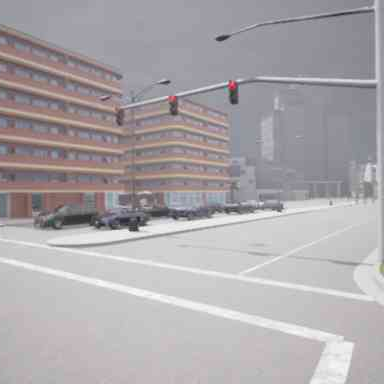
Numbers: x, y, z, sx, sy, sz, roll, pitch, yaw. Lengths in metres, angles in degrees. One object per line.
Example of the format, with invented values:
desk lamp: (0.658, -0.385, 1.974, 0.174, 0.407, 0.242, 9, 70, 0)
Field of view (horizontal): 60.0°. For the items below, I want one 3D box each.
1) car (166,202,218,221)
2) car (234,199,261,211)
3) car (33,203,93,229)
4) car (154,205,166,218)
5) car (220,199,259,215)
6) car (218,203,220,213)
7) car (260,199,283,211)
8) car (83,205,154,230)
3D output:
car: (0.095, 1.829, 30.354, 1.895, 1.301, 4.718, -1, -1, 36)
car: (7.956, 1.799, 47.166, 1.812, 1.442, 4.674, -1, -1, 36)
car: (-8.899, 1.626, 23.898, 2.097, 1.767, 4.553, -1, -1, 36)
car: (-3.655, 1.875, 31.147, 1.895, 1.301, 4.718, -1, -1, 36)
car: (5.463, 1.829, 37.781, 1.895, 1.301, 4.718, -1, -1, 36)
car: (1.955, 1.821, 38.905, 2.033, 1.411, 5.357, -1, -1, 36)
car: (10.973, 1.753, 45.364, 1.812, 1.442, 4.674, -1, -1, 36)
car: (-5.037, 1.792, 23.255, 1.994, 1.385, 4.181, -1, -1, 36)
